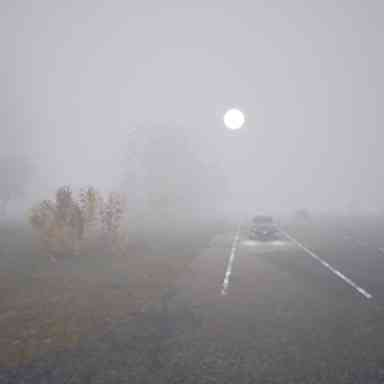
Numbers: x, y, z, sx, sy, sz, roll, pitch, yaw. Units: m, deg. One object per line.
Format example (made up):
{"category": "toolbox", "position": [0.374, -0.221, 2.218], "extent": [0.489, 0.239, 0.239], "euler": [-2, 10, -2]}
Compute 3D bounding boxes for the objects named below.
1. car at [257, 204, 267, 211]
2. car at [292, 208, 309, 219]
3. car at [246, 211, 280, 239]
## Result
{"category": "car", "position": [18.976, 4.815, 91.461], "extent": [1.895, 1.301, 4.718], "euler": [-2, -2, 14]}
{"category": "car", "position": [16.232, 3.176, 49.881], "extent": [1.837, 1.490, 4.892], "euler": [-1, -2, 9]}
{"category": "car", "position": [4.874, 2.350, 22.930], "extent": [1.837, 1.490, 4.892], "euler": [-1, -2, 9]}
